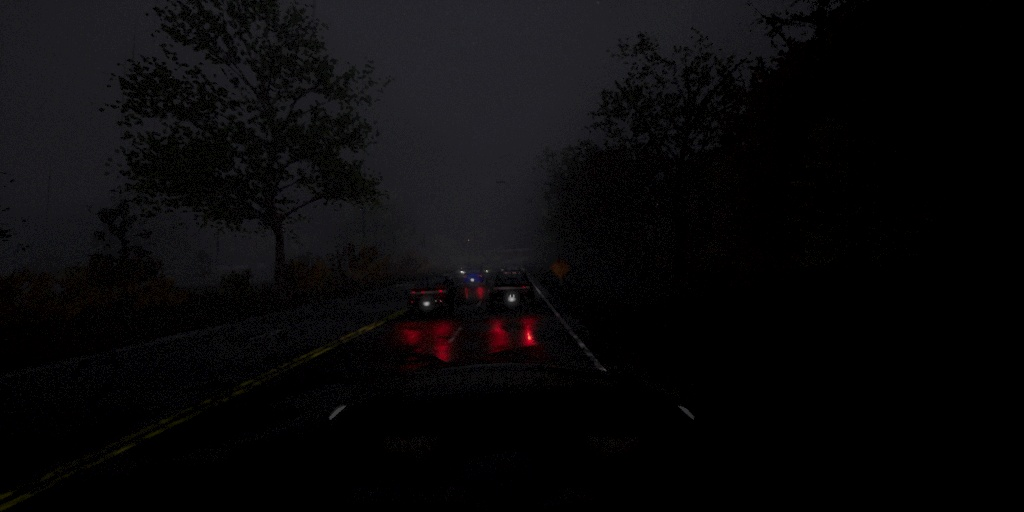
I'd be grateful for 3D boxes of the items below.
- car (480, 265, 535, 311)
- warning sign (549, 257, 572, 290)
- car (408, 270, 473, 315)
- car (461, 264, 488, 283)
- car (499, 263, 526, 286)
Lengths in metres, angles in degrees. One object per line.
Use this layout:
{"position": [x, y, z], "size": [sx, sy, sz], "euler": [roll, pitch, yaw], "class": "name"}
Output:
{"position": [0.003, 1.405, 16.094], "size": [2.128, 1.511, 4.902], "euler": [-2, 1, 0], "class": "car"}
{"position": [2.877, 0.989, 21.033], "size": [1.300, 1.860, 1.060], "euler": [0, 0, 0], "class": "warning sign"}
{"position": [-3.254, 1.627, 16.116], "size": [2.128, 1.511, 4.902], "euler": [-3, 0, 0], "class": "car"}
{"position": [-3.184, 1.781, 31.201], "size": [1.812, 1.442, 4.674], "euler": [-3, 0, 1], "class": "car"}
{"position": [0.069, 1.526, 31.079], "size": [2.128, 1.511, 4.902], "euler": [-2, 1, 1], "class": "car"}
